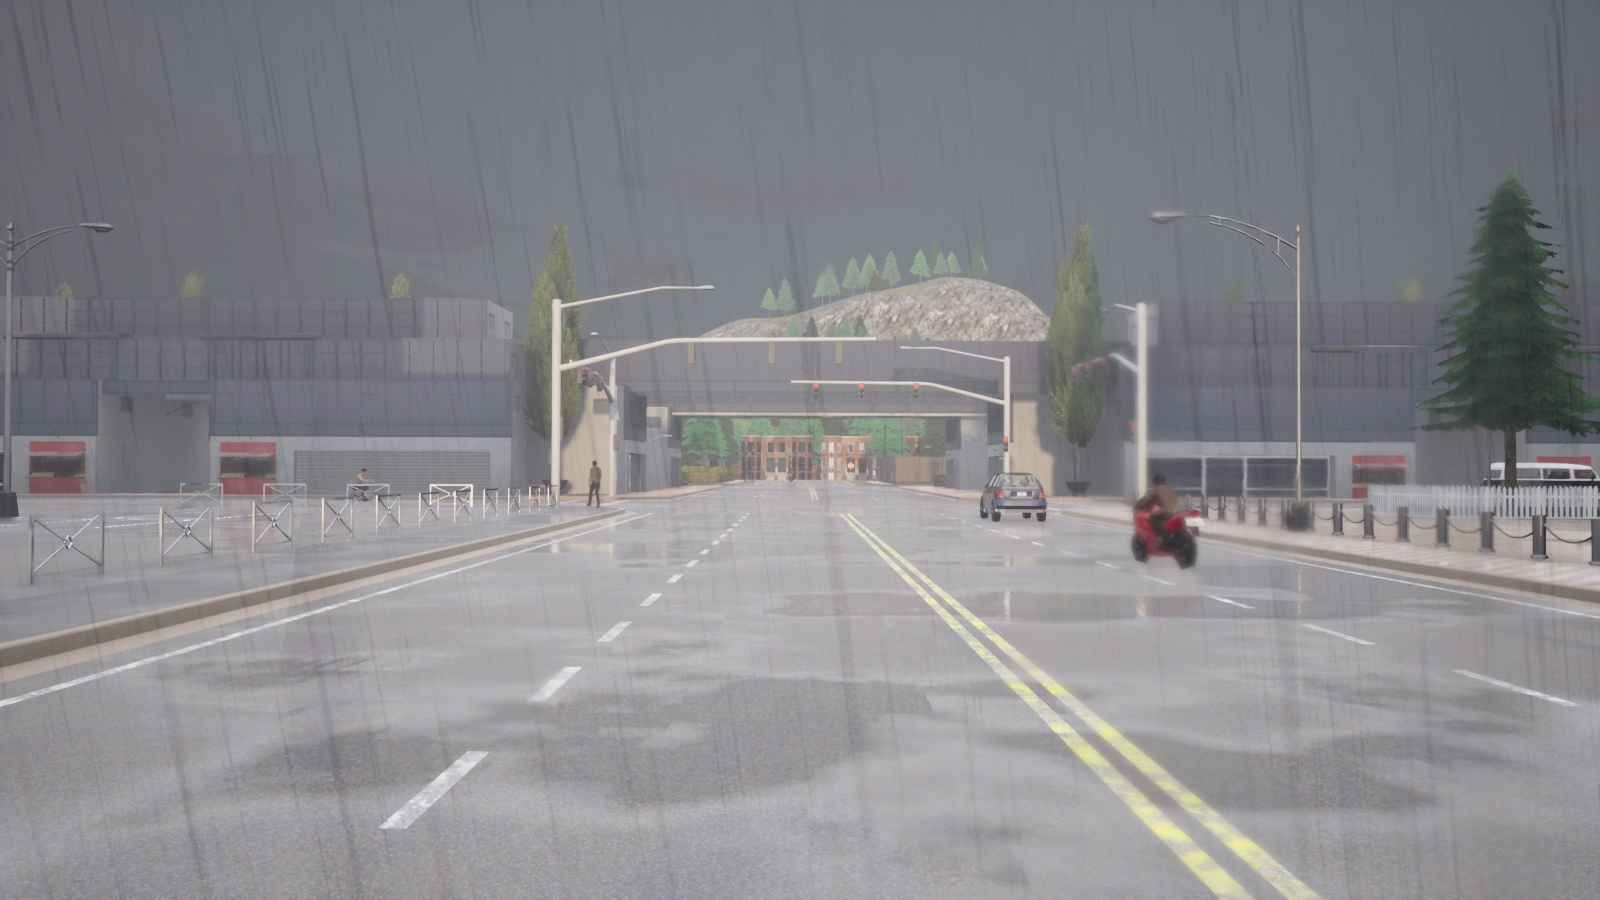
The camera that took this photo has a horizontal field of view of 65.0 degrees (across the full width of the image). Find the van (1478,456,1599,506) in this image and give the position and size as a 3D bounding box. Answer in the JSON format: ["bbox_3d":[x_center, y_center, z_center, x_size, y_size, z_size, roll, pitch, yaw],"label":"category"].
[{"bbox_3d":[31.240,1.297,52.688,4.480,2.038,2.069,0,-1,0],"label":"van"}]

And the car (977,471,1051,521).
[{"bbox_3d":[6.895,1.450,40.792,1.789,1.549,3.705,0,-1,0],"label":"car"}]

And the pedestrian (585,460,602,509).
[{"bbox_3d":[-7.719,1.288,46.947,0.328,1.805,0.869,0,-1,-33],"label":"pedestrian"}]

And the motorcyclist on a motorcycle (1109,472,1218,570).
[{"bbox_3d":[5.927,1.119,20.615,0.797,1.523,2.044,0,-1,-14],"label":"motorcyclist on a motorcycle"}]
